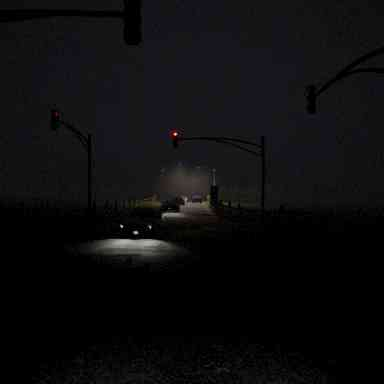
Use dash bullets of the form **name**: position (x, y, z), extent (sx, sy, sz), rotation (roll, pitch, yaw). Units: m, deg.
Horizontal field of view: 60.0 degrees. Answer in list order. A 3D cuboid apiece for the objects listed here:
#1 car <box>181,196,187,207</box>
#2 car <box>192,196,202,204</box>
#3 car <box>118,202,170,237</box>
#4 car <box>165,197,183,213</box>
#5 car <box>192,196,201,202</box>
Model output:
- **car**: position (-2.120, 1.538, 52.740), extent (1.812, 1.442, 4.674), rotation (0, 0, 1)
- **car**: position (1.030, 1.495, 65.895), extent (1.882, 1.535, 5.008), rotation (0, 0, 1)
- **car**: position (-2.621, 1.527, 18.309), extent (2.033, 1.411, 5.357), rotation (1, 0, 0)
- **car**: position (-2.369, 1.570, 37.249), extent (1.994, 1.385, 4.181), rotation (0, 0, 1)
- **car**: position (1.092, 1.617, 75.929), extent (1.895, 1.301, 4.718), rotation (0, 0, 1)
